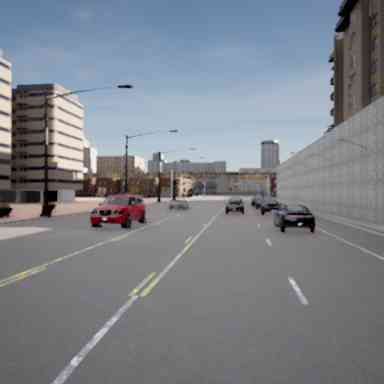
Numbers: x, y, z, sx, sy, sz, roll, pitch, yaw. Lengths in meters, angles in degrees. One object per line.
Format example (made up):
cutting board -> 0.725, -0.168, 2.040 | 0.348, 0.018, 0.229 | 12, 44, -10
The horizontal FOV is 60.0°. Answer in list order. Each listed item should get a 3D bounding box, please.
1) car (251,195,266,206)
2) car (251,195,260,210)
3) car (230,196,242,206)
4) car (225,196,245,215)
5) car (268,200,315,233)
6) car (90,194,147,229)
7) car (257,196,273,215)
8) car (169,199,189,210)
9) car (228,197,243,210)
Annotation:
car -> 10.680, 1.341, 53.942 | 2.097, 1.767, 4.553 | 0, 0, 8
car -> 9.239, 1.485, 43.680 | 2.128, 1.511, 4.902 | 0, 0, 8
car -> 7.218, 1.478, 54.458 | 1.837, 1.490, 4.892 | 0, 0, 8
car -> 4.439, 1.474, 34.283 | 2.128, 1.511, 4.902 | 0, 0, 8
car -> 6.018, 1.495, 19.918 | 2.128, 1.511, 4.902 | 0, 0, 8
car -> -4.568, 1.182, 21.558 | 2.150, 2.045, 5.566 | 0, 0, 8
car -> 7.836, 1.503, 33.369 | 1.837, 1.490, 4.892 | 0, 0, 9
car -> -1.645, 1.549, 42.159 | 1.895, 1.301, 4.718 | 0, 0, 8
car -> 5.831, 1.455, 44.579 | 1.882, 1.535, 5.008 | 0, 0, 8
